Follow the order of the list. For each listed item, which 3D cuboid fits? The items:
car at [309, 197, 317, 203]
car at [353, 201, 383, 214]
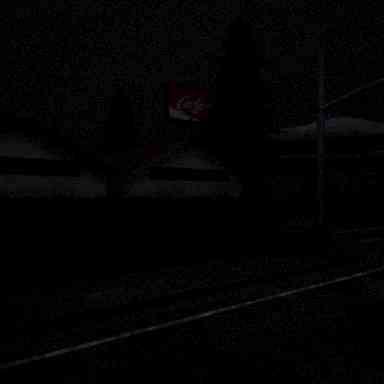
[{"bbox_3d":[32.060,2.039,88.851,2.152,1.636,5.027,1,0,-36],"label":"car"},{"bbox_3d":[20.953,1.844,39.367,4.611,1.667,2.242,1,0,-36],"label":"car"}]
